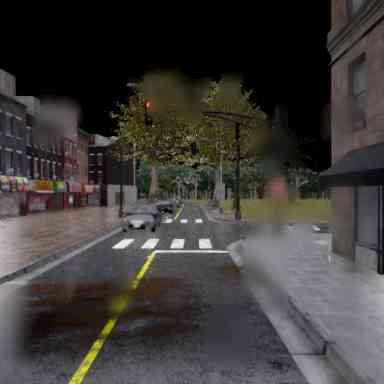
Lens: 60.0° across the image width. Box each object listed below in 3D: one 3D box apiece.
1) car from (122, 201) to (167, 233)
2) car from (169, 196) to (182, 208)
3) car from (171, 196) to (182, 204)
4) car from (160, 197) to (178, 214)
[{"bbox_3d":[-2.884,1.494,19.851,2.128,1.511,4.902,0,0,0],"label":"car"},{"bbox_3d":[-2.938,1.429,50.313,2.097,1.767,4.553,0,0,0],"label":"car"},{"bbox_3d":[-3.086,1.595,66.486,1.882,1.535,5.008,0,0,-6],"label":"car"},{"bbox_3d":[-2.910,1.586,35.720,2.033,1.411,5.357,0,0,0],"label":"car"}]
